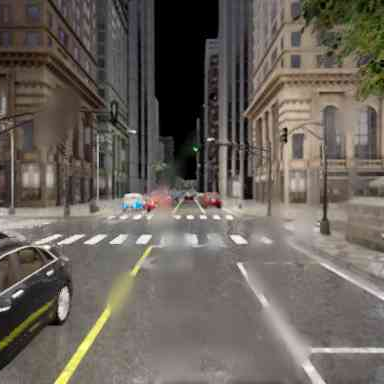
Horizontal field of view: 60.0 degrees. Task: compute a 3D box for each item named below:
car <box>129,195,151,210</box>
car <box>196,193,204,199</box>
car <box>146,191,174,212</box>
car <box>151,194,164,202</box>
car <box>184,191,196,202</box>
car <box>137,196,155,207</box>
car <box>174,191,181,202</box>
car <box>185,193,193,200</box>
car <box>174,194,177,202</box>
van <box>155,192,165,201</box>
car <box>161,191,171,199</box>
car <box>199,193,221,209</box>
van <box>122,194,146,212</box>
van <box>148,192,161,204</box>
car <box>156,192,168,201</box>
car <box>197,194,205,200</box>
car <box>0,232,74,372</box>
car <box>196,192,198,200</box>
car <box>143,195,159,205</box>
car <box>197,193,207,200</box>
[{"bbox_3d":[-6.137,1.175,39.700,1.967,1.590,4.097,0,0,-1],"label":"car"},{"bbox_3d":[1.966,0.998,83.314,1.887,1.381,4.507,0,0,-1],"label":"car"},{"bbox_3d":[-3.407,0.982,34.859,2.150,2.045,5.566,0,0,-1],"label":"car"},{"bbox_3d":[-6.348,1.148,61.464,1.887,1.381,4.507,0,0,-1],"label":"car"},{"bbox_3d":[-0.619,1.047,64.918,1.882,1.535,5.008,0,0,-1],"label":"car"},{"bbox_3d":[-6.190,1.246,45.141,1.887,1.381,4.507,0,0,-1],"label":"car"},{"bbox_3d":[-3.592,0.816,61.952,2.150,2.045,5.566,0,0,-1],"label":"car"},{"bbox_3d":[-0.720,0.910,75.337,1.882,1.535,5.008,0,0,-1],"label":"car"},{"bbox_3d":[-3.495,1.291,46.038,1.895,1.301,4.718,0,0,0],"label":"car"},{"bbox_3d":[-6.401,0.912,66.904,1.690,1.788,3.998,0,0,-1],"label":"van"},{"bbox_3d":[-6.559,0.789,83.226,2.192,1.841,5.009,0,0,-1],"label":"car"},{"bbox_3d":[2.387,1.029,39.790,2.192,1.841,5.009,0,0,-1],"label":"car"},{"bbox_3d":[-6.085,1.111,34.259,1.690,1.788,3.998,0,0,-1],"label":"van"},{"bbox_3d":[-6.296,0.977,56.022,1.690,1.788,3.998,0,0,-1],"label":"van"},{"bbox_3d":[-6.454,0.854,72.345,2.192,1.841,5.009,0,0,-1],"label":"car"},{"bbox_3d":[2.019,1.067,77.875,1.802,1.307,4.206,0,0,-1],"label":"car"},{"bbox_3d":[-3.033,1.479,4.186,1.837,1.490,4.892,0,1,-1],"label":"car"},{"bbox_3d":[2.177,1.133,61.553,2.008,1.369,4.403,0,0,-1],"label":"car"},{"bbox_3d":[-6.243,1.235,50.582,1.947,1.339,4.313,0,0,-1],"label":"car"},{"bbox_3d":[2.072,0.958,72.433,1.967,1.590,4.097,0,0,-1],"label":"car"}]
